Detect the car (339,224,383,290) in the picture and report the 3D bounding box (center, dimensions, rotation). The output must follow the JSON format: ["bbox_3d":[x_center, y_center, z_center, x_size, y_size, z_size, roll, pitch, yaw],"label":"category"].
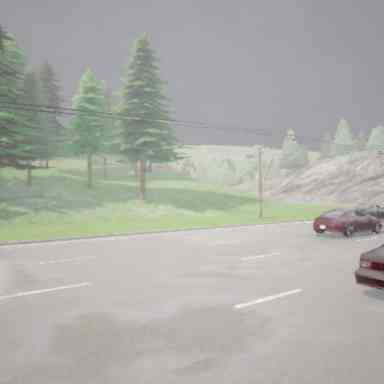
[{"bbox_3d":[6.076,1.580,8.035,5.357,1.411,2.033,0,-1,-35],"label":"car"}]

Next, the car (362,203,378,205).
[{"bbox_3d":[14.725,1.660,27.601,4.674,1.442,1.812,0,0,-42],"label":"car"}]

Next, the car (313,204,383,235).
[{"bbox_3d":[8.573,1.622,18.357,4.674,1.442,1.812,0,0,-35],"label":"car"}]
